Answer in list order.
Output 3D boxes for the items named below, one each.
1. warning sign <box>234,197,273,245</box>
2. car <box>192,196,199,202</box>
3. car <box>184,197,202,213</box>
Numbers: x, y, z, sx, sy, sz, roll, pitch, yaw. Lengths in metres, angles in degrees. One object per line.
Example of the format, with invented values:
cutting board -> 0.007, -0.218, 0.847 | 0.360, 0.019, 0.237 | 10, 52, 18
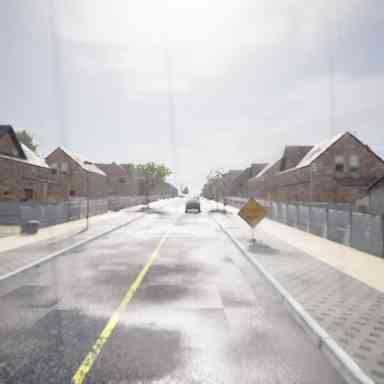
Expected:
warning sign -> 2.490, 1.144, 13.637 | 1.300, 1.860, 1.060 | -2, -2, 0
car -> 0.963, 1.830, 91.635 | 1.882, 1.535, 5.008 | 0, 0, 0
car -> 0.100, 1.616, 39.604 | 1.837, 1.490, 4.892 | 0, -1, 0
